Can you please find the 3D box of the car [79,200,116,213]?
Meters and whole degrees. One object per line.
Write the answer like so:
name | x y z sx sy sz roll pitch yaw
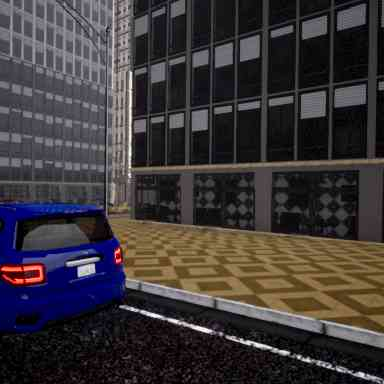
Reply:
car | -11.978 1.776 42.241 1.994 1.385 4.181 1 0 36

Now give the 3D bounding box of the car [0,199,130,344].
car | -3.716 1.218 6.333 5.566 2.045 2.150 0 0 35

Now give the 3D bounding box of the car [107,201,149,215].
car | -7.364 1.830 38.752 1.752 1.417 4.829 1 0 36

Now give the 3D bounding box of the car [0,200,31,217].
car | -18.860 1.615 32.917 1.837 1.490 4.892 1 0 36

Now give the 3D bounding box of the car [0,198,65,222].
car | -14.162 1.519 29.541 2.192 1.841 5.009 1 0 36

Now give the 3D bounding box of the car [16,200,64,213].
car | -17.660 1.643 38.916 1.752 1.417 4.829 1 0 36
